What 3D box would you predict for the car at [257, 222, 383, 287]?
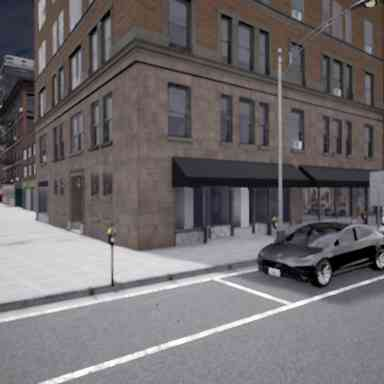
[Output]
[{"bbox_3d":[3.736,1.533,9.211,4.313,1.339,1.947,0,0,-36],"label":"car"}]
